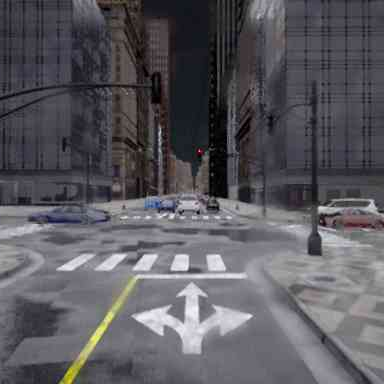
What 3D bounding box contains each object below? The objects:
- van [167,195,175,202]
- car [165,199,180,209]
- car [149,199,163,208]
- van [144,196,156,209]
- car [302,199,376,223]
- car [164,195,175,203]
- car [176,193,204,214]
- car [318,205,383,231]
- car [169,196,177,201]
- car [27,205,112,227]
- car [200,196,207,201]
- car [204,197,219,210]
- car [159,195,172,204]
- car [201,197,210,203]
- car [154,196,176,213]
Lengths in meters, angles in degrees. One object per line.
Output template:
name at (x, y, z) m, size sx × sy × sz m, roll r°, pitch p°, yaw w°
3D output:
van at (-5.385, 1.605, 86.318) m, size 1.690 × 1.788 × 3.998 m, roll 0°, pitch 0°, yaw 0°
car at (-2.848, 1.747, 49.236) m, size 1.994 × 1.385 × 4.181 m, roll 0°, pitch 0°, yaw 1°
car at (-5.606, 1.774, 52.425) m, size 1.802 × 1.307 × 4.206 m, roll 0°, pitch 0°, yaw 0°
van at (-5.642, 1.516, 46.777) m, size 1.690 × 1.788 × 3.998 m, roll 0°, pitch 0°, yaw 0°
car at (11.539, 1.526, 25.983) m, size 5.566 × 2.045 × 2.150 m, roll 1°, pitch 0°, yaw 0°
car at (-5.422, 1.570, 80.669) m, size 2.192 × 1.841 × 5.009 m, roll 0°, pitch 0°, yaw 0°
car at (-0.175, 1.364, 36.907) m, size 2.150 × 2.045 × 5.566 m, roll 0°, pitch 0°, yaw 4°
car at (10.753, 1.832, 22.645) m, size 4.181 × 1.385 × 1.994 m, roll 1°, pitch 0°, yaw -2°
car at (-5.350, 1.817, 91.966) m, size 1.887 × 1.381 × 4.507 m, roll 0°, pitch 0°, yaw 0°
car at (-8.296, 1.571, 22.841) m, size 5.357 × 1.411 × 2.033 m, roll 1°, pitch -1°, yaw 0°
car at (3.175, 1.854, 91.914) m, size 1.802 × 1.307 × 4.206 m, roll 0°, pitch 0°, yaw 0°
car at (2.883, 1.741, 46.722) m, size 1.947 × 1.339 × 4.313 m, roll 0°, pitch 0°, yaw 0°
car at (-5.495, 1.549, 69.372) m, size 2.192 × 1.841 × 5.009 m, roll 0°, pitch 0°, yaw 0°
car at (3.065, 1.789, 74.968) m, size 1.887 × 1.381 × 4.507 m, roll 0°, pitch 0°, yaw 0°
car at (-2.927, 1.629, 39.277) m, size 1.882 × 1.535 × 5.008 m, roll 0°, pitch 0°, yaw 0°
